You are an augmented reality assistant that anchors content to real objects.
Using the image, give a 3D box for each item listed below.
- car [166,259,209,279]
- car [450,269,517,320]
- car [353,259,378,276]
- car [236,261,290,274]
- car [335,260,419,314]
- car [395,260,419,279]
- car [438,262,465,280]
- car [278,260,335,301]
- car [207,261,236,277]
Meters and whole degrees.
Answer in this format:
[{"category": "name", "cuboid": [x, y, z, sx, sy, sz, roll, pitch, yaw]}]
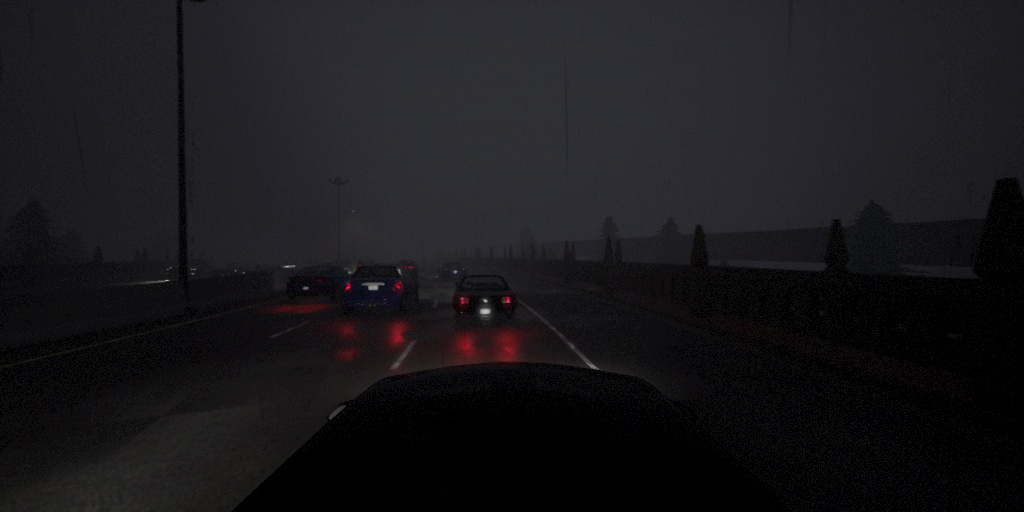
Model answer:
[{"category": "car", "cuboid": [-27.953, 1.040, 31.373, 2.097, 1.767, 4.553, 0, 0, -21]}, {"category": "car", "cuboid": [-1.053, 1.294, 12.512, 1.895, 1.301, 4.718, 0, 0, -8]}, {"category": "car", "cuboid": [-14.482, 1.102, 35.713, 2.128, 1.511, 4.902, 0, 0, -20]}, {"category": "car", "cuboid": [-19.293, 1.269, 27.998, 1.895, 1.301, 4.718, 0, 0, -19]}, {"category": "car", "cuboid": [-4.844, 1.046, 13.771, 2.097, 1.767, 4.553, 0, 0, -9]}, {"category": "car", "cuboid": [-9.423, 1.115, 31.957, 1.837, 1.490, 4.892, 0, 0, -19]}, {"category": "car", "cuboid": [-4.932, 1.173, 29.399, 1.994, 1.385, 4.181, 0, 0, -17]}, {"category": "car", "cuboid": [-8.983, 1.163, 17.224, 1.882, 1.535, 5.008, 0, 0, -11]}, {"category": "car", "cuboid": [-24.167, 1.274, 31.252, 1.895, 1.301, 4.718, 0, 0, -21]}]
